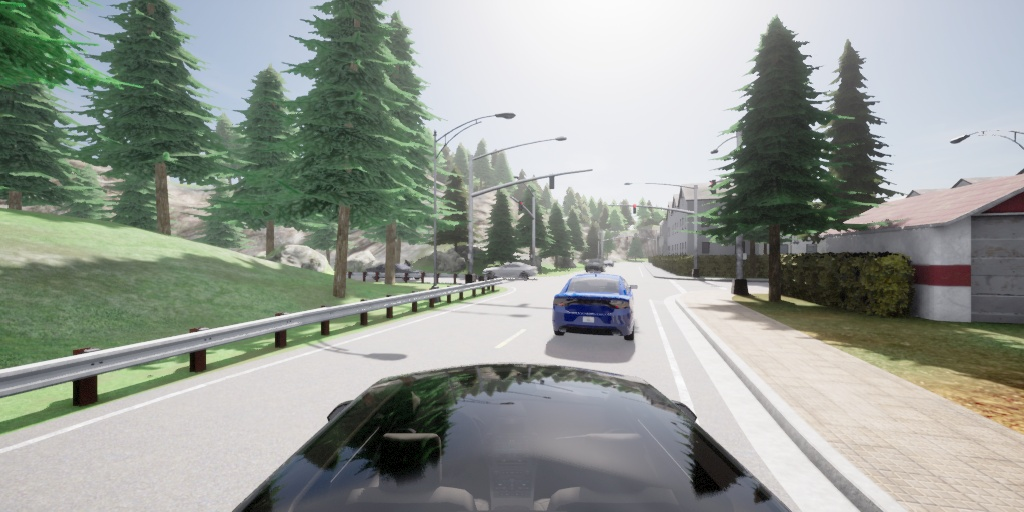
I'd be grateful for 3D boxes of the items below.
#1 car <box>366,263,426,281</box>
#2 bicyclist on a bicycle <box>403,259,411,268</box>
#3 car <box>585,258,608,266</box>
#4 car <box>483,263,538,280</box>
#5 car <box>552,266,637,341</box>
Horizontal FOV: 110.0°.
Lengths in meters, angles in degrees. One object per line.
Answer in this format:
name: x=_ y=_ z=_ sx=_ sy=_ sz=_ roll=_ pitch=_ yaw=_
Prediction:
car: x=-9.879 y=1.313 z=30.363 sx=5.357 sy=1.411 sz=2.033 roll=0 pitch=0 yaw=20
bicyclist on a bicycle: x=-11.150 y=1.167 z=38.207 sx=0.582 sy=1.620 sz=1.656 roll=-2 pitch=5 yaw=18
car: x=10.239 y=1.101 z=44.185 sx=2.097 sy=1.767 sz=4.553 roll=0 pitch=0 yaw=19
car: x=-0.136 y=1.284 z=30.717 sx=4.674 sy=1.442 sz=1.812 roll=0 pitch=1 yaw=8
car: x=2.449 y=1.228 z=10.126 sx=1.882 sy=1.535 sz=5.008 roll=0 pitch=0 yaw=19
